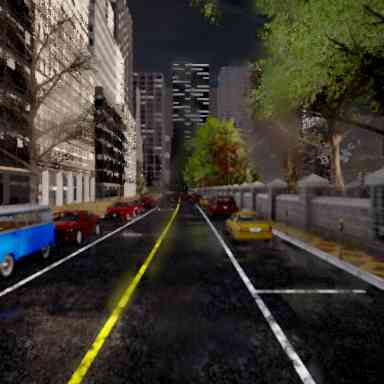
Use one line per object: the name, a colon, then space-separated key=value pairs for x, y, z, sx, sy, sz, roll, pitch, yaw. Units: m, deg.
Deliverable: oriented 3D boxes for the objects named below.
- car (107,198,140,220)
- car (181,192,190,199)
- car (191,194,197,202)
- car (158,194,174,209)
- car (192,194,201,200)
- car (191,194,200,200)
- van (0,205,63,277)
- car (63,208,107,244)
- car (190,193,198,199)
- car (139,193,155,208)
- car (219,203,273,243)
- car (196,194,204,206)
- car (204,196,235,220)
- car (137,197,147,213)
car: x=-5.641 y=1.426 z=26.360 sx=1.887 sy=1.381 sz=4.507 roll=0 pitch=0 yaw=-1
car: x=-1.647 y=0.822 z=80.977 sx=2.097 sy=1.767 sz=4.553 roll=0 pitch=0 yaw=-2
car: x=1.193 y=1.175 z=63.226 sx=1.882 sy=1.535 sz=5.008 roll=0 pitch=0 yaw=-2
car: x=-3.324 y=1.309 z=42.721 sx=1.837 sy=1.490 sz=4.892 roll=0 pitch=0 yaw=-1
car: x=1.070 y=1.210 z=76.410 sx=1.802 sy=1.307 sz=4.206 roll=0 pitch=0 yaw=-2
car: x=0.877 y=1.164 z=81.956 sx=1.947 sy=1.339 sz=4.313 roll=0 pitch=0 yaw=-2
van: x=-5.486 y=1.299 z=9.718 sx=1.690 sy=1.788 sz=3.998 roll=0 pitch=0 yaw=0
car: x=-5.522 y=1.478 z=15.265 sx=1.887 sy=1.381 sz=4.507 roll=0 pitch=0 yaw=0
car: x=0.493 y=1.104 z=93.049 sx=1.947 sy=1.339 sz=4.313 roll=0 pitch=0 yaw=-2
car: x=-5.944 y=1.117 z=43.001 sx=2.192 sy=1.841 sz=5.009 roll=0 pitch=0 yaw=-1
car: x=2.501 y=1.455 z=15.568 sx=1.752 sy=1.417 sz=4.829 roll=0 pitch=0 yaw=-1
car: x=1.943 y=1.297 z=48.851 sx=1.752 sy=1.417 sz=4.829 roll=0 pitch=0 yaw=-2
car: x=2.382 y=1.195 z=26.494 sx=2.192 sy=1.841 sz=5.009 roll=0 pitch=0 yaw=-1
car: x=-5.728 y=1.437 z=31.910 sx=1.802 sy=1.307 sz=4.206 roll=0 pitch=0 yaw=-1
